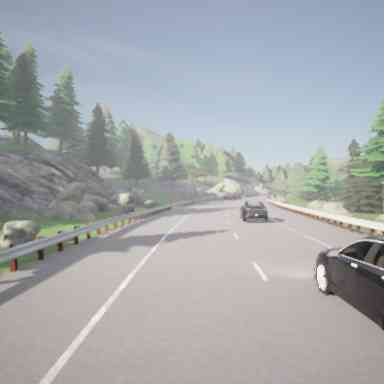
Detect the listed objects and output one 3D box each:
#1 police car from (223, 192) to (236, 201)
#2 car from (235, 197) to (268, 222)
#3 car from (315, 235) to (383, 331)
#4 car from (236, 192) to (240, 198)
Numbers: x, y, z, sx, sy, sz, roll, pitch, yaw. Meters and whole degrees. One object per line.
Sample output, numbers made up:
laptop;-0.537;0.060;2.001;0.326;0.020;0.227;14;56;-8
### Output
police car;8.567;1.192;79.376;1.930;1.638;5.238;0;0;14
car;4.712;1.418;25.748;2.128;1.511;4.902;0;0;4
car;3.705;1.491;5.757;1.837;1.490;4.892;0;0;1
car;11.032;1.218;88.933;1.882;1.535;5.008;0;0;15
